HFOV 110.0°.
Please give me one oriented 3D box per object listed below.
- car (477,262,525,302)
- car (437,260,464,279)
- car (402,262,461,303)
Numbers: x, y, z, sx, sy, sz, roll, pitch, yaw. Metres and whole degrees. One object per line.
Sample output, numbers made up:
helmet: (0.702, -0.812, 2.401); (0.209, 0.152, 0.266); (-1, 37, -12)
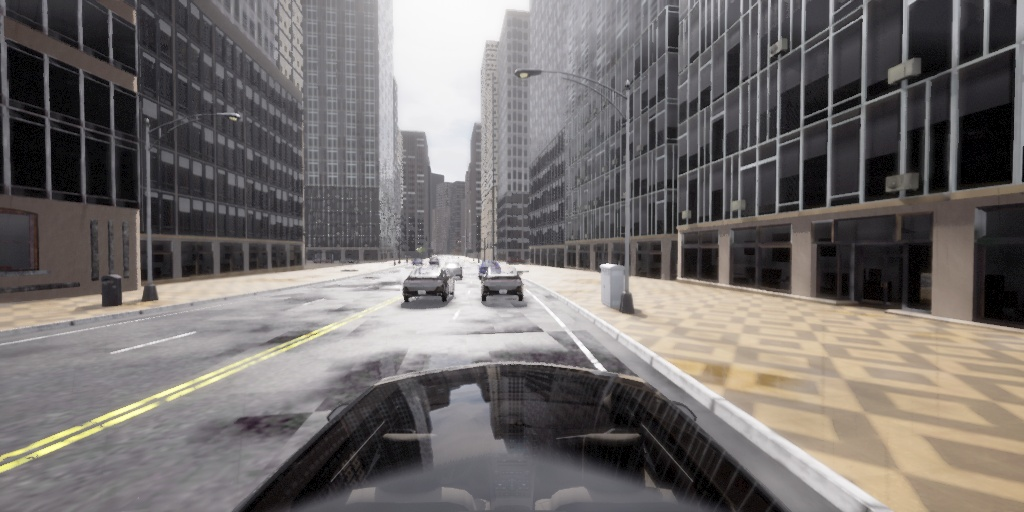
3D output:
car: (-0.521, 1.232, 16.972); (2.128, 1.511, 4.902); (0, 0, -4)
car: (-5.279, 1.290, 31.786); (2.033, 1.411, 5.357); (0, 0, -8)
car: (-3.763, 1.236, 16.754); (2.128, 1.511, 4.902); (0, 0, -4)
